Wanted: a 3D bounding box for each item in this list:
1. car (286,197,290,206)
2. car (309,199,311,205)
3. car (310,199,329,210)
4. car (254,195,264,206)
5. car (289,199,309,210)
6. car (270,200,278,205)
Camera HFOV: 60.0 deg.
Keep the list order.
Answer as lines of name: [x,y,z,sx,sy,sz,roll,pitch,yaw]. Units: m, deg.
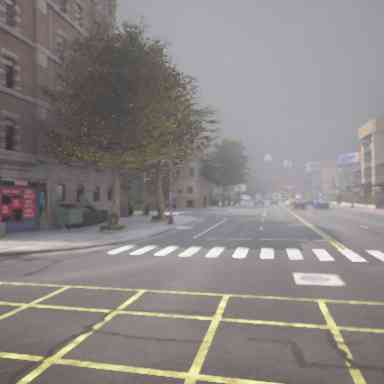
car: [21.193,2.269,70.676,1.882,1.535,5.008,-1,-1,13]
car: [24.622,2.243,69.969,1.837,1.490,4.892,-1,-1,13]
car: [20.947,2.031,53.974,1.882,1.535,5.008,-1,-1,13]
car: [16.125,2.201,79.876,2.150,2.045,5.566,-1,-1,13]
car: [17.484,2.106,54.535,1.837,1.490,4.892,-1,0,13]
car: [19.539,2.522,79.087,1.895,1.301,4.718,-1,-1,13]
